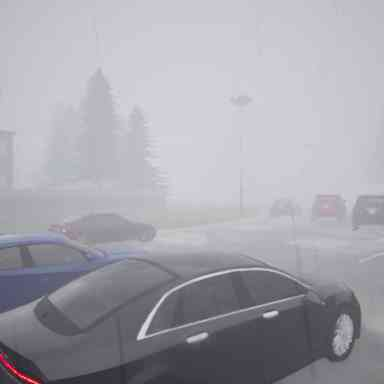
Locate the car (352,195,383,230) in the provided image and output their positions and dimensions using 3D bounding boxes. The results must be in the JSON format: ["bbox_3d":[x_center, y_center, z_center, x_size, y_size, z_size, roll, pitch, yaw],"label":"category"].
[{"bbox_3d":[11.028,1.164,19.784,2.150,2.045,5.566,0,0,35],"label":"car"}]

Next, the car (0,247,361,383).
[{"bbox_3d":[0.267,1.509,4.191,4.892,1.490,1.837,0,0,-37],"label":"car"}]

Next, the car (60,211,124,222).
[{"bbox_3d":[-3.755,1.565,14.383,4.674,1.442,1.812,0,0,-39],"label":"car"}]

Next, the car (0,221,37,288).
[{"bbox_3d":[-6.698,1.602,7.692,5.357,1.411,2.033,0,0,-35],"label":"car"}]

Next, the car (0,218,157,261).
[{"bbox_3d":[-2.903,1.505,6.191,5.008,1.535,1.882,-1,0,-36],"label":"car"}]

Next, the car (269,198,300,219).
[{"bbox_3d":[8.262,1.321,29.393,2.097,1.767,4.553,-1,0,24],"label":"car"}]

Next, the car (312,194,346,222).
[{"bbox_3d":[10.754,1.170,26.092,2.150,2.045,5.566,0,0,26],"label":"car"}]
